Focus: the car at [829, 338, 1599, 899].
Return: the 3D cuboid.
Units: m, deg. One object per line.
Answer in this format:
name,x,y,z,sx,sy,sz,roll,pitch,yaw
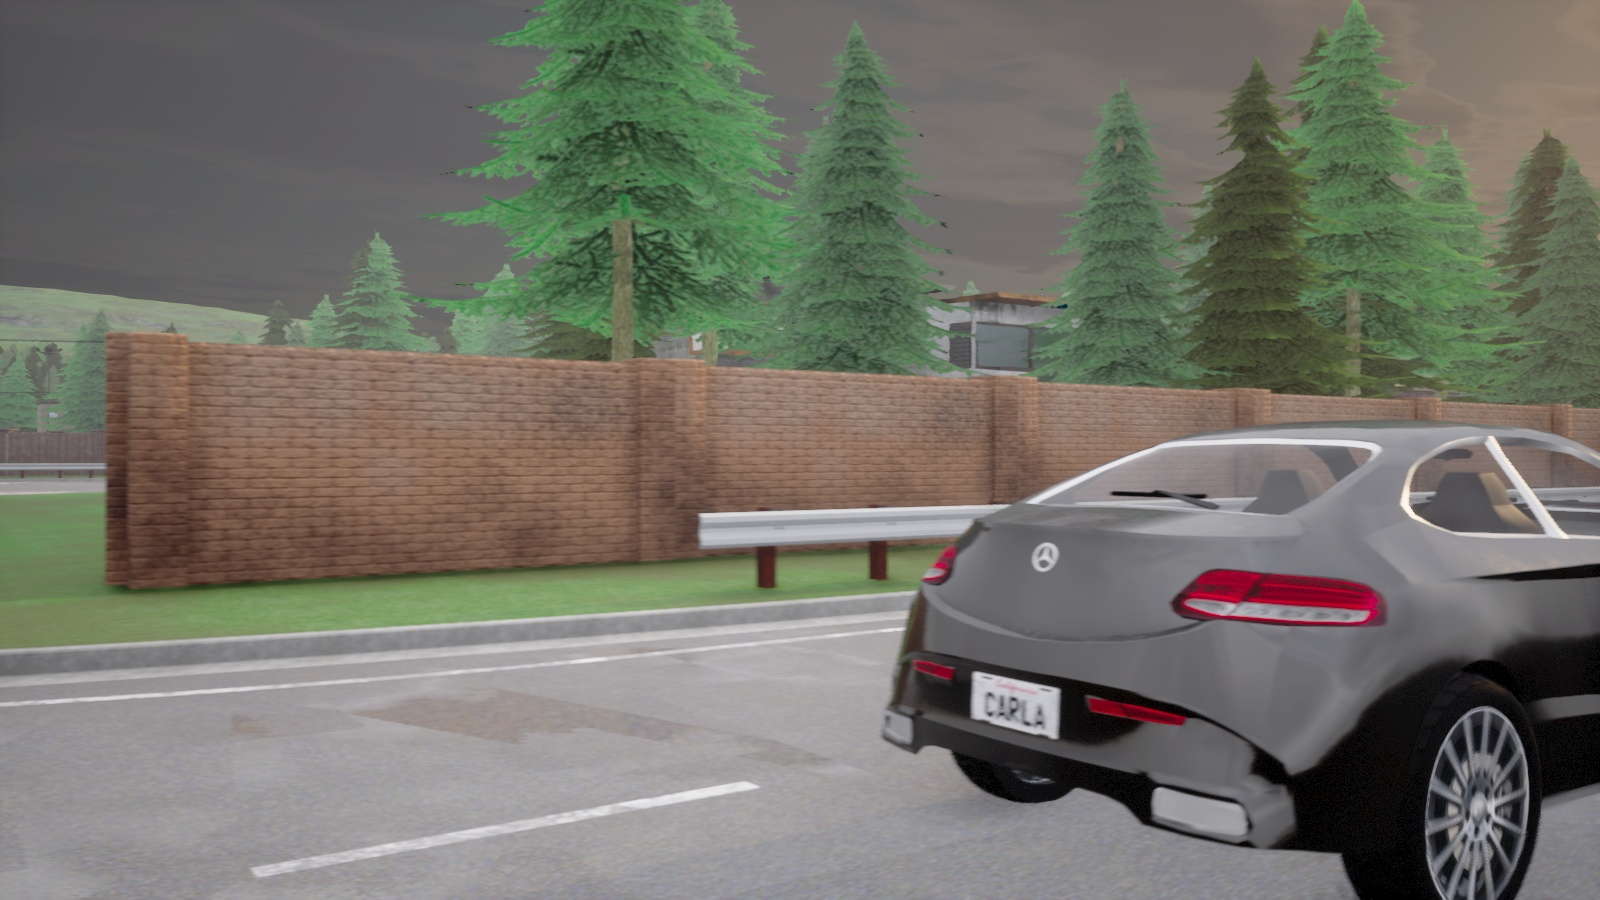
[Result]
car,2.798,0.531,5.607,5.027,1.651,2.152,0,0,-35
